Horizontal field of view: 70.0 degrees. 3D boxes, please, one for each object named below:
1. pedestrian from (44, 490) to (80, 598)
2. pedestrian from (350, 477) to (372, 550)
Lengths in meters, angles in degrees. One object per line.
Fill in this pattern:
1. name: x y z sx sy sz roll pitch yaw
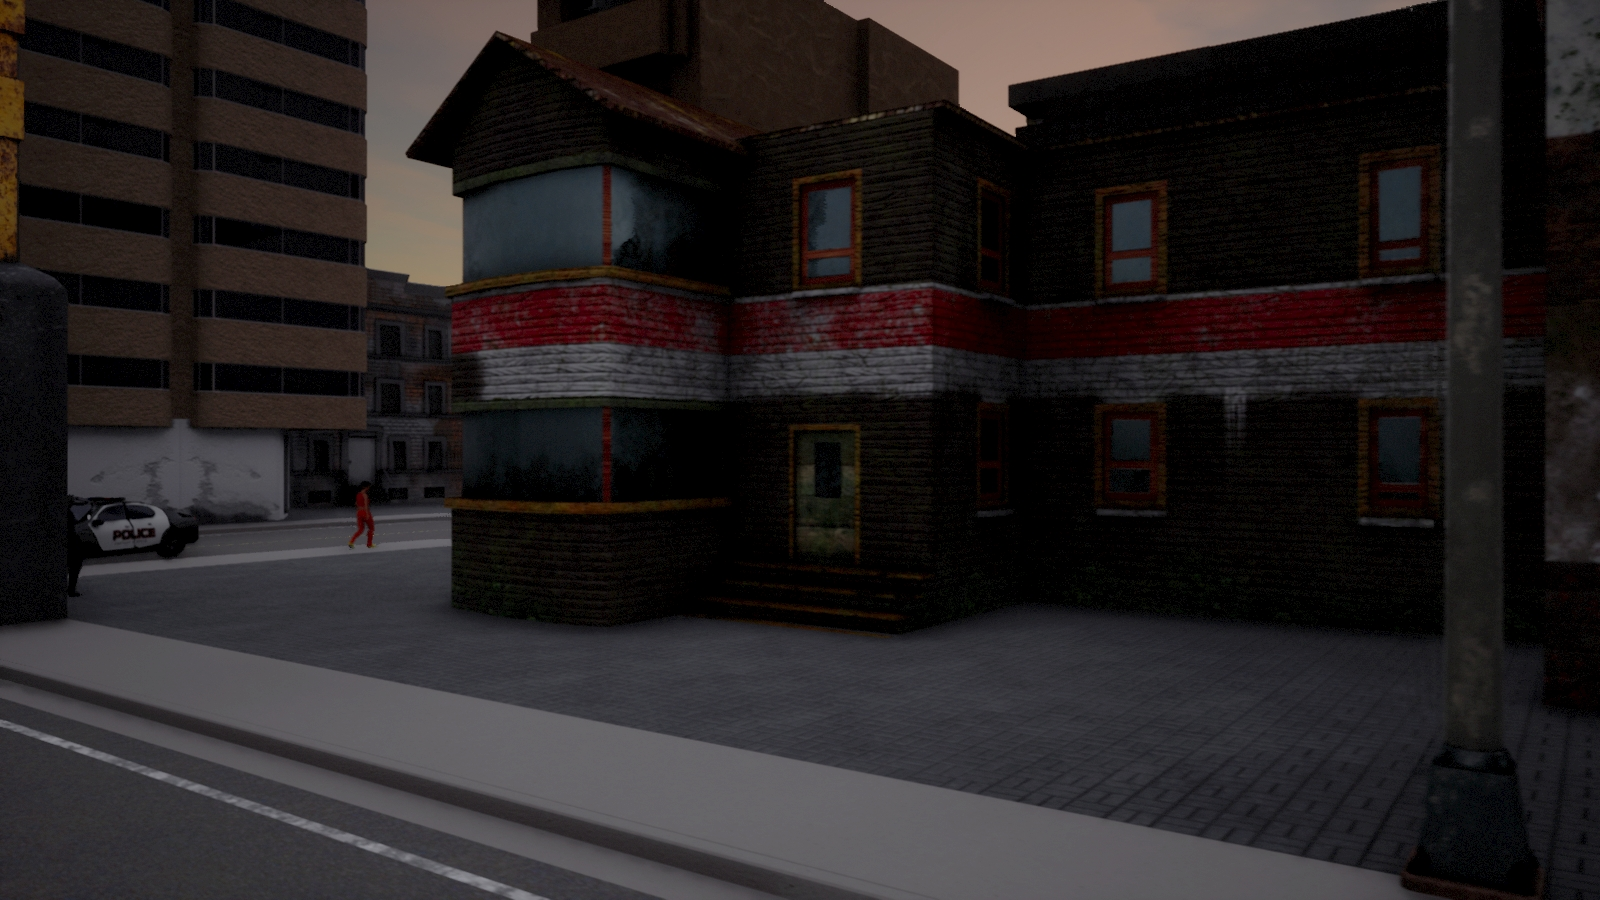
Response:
1. pedestrian: -13.002 1.641 20.132 0.375 1.860 0.375 0 0 24
2. pedestrian: -11.374 1.628 29.589 0.375 1.860 0.375 0 0 33
